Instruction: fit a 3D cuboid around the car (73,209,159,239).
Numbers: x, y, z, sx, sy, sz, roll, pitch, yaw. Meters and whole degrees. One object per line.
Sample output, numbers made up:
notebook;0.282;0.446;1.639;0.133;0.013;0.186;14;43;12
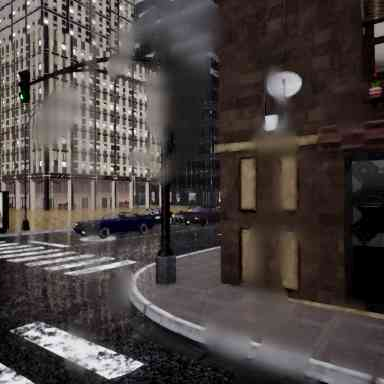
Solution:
car;-4.364;1.835;19.155;1.895;1.301;4.718;-1;-1;36

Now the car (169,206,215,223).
car;0.059;1.974;30.163;2.008;1.369;4.403;-2;-2;35

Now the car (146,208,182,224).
car;-3.134;1.893;25.600;2.008;1.369;4.403;-2;-2;35

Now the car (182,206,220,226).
car;1.259;1.922;27.109;2.033;1.411;5.357;-1;-1;35
